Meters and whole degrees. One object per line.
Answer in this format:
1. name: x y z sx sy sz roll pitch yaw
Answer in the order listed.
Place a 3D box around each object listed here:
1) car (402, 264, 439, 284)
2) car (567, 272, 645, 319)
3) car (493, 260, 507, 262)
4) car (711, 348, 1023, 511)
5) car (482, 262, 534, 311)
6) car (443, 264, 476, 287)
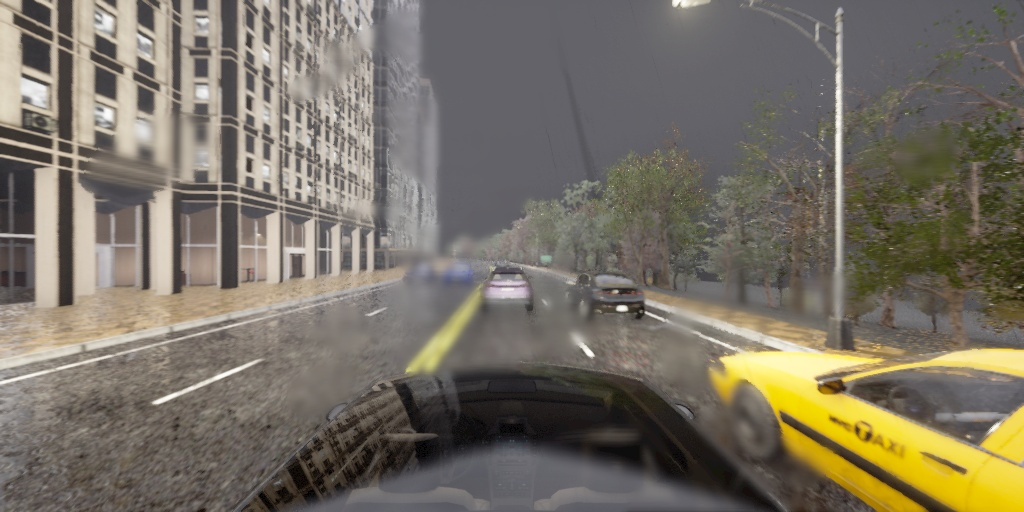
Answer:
1. car: -6.969 1.382 27.996 1.812 1.442 4.674 0 0 -1
2. car: 3.182 1.295 12.885 1.837 1.490 4.892 0 0 -1
3. car: -1.463 1.431 55.152 2.128 1.511 4.902 0 0 -3
4. car: 3.255 1.204 2.018 1.801 1.575 5.366 0 0 0
5. car: -0.165 1.232 14.705 2.033 1.649 4.856 0 0 -1
6. car: -3.661 1.322 25.531 1.882 1.535 5.008 0 0 -1
